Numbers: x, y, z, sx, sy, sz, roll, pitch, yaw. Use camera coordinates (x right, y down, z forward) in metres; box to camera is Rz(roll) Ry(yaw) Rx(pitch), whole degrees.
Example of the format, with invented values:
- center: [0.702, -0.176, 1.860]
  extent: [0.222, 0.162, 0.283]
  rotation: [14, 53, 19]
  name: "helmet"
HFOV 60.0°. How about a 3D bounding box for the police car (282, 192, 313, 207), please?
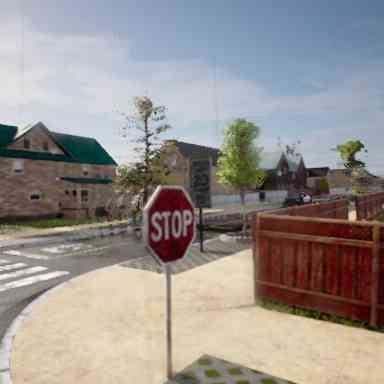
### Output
- center: [11.232, 0.772, 35.496]
  extent: [2.038, 1.542, 4.974]
  rotation: [-2, 0, 36]
  name: "police car"
